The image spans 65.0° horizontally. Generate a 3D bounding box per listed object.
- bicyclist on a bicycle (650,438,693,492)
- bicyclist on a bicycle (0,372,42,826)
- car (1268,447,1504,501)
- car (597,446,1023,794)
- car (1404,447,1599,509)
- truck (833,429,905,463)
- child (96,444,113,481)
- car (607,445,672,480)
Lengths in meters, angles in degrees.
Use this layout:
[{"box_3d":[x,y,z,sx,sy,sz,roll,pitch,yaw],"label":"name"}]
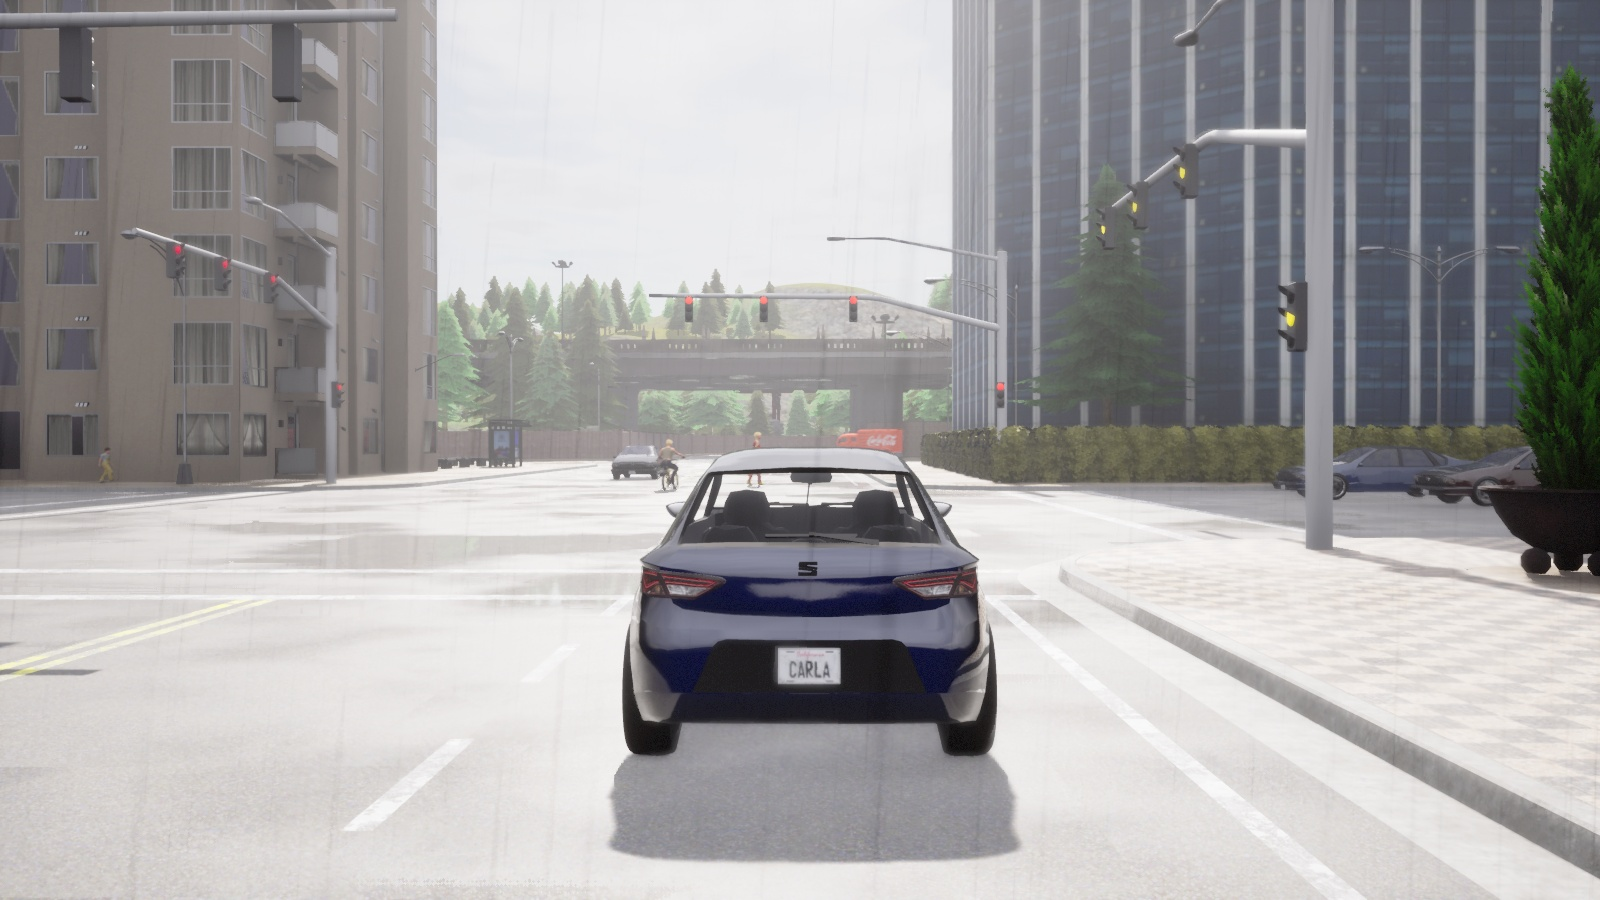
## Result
[{"box_3d":[-4.008,0.458,39.243,0.866,1.612,1.509,-1,0,13],"label":"bicyclist on a bicycle"},{"box_3d":[-3.463,0.590,4.253,0.659,1.776,1.843,0,1,0],"label":"bicyclist on a bicycle"},{"box_3d":[15.528,0.617,33.483,5.357,1.411,2.033,0,0,0],"label":"car"},{"box_3d":[0.054,0.718,7.450,1.816,1.474,4.193,0,0,0],"label":"car"},{"box_3d":[17.599,0.639,29.991,5.357,1.411,2.033,0,0,0],"label":"car"},{"box_3d":[5.373,-0.320,97.152,5.204,2.467,2.627,-1,1,11],"label":"truck"},{"box_3d":[-23.551,0.426,42.534,0.437,1.263,0.270,0,0,1],"label":"child"},{"box_3d":[-6.708,0.490,52.943,2.033,1.411,5.357,0,0,0],"label":"car"}]
